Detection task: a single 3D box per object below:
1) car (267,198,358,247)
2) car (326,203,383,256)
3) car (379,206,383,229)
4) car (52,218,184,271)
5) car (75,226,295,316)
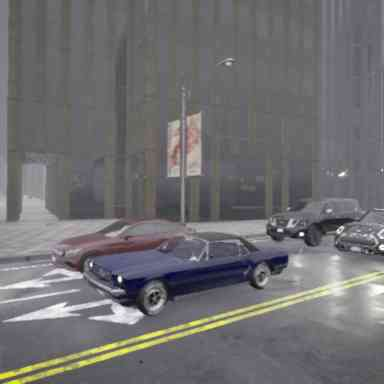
[{"bbox_3d":[6.071,1.326,15.999,5.566,2.045,2.150,0,0,-35],"label":"car"},{"bbox_3d":[7.657,1.453,13.135,4.553,1.767,2.097,0,0,-35],"label":"car"},{"bbox_3d":[14.805,1.675,22.221,4.902,1.511,2.128,1,0,-35],"label":"car"},{"bbox_3d":[-1.834,1.559,10.355,4.674,1.442,1.812,1,0,-36],"label":"car"},{"bbox_3d":[0.044,1.634,7.696,4.718,1.301,1.895,1,0,-36],"label":"car"}]
